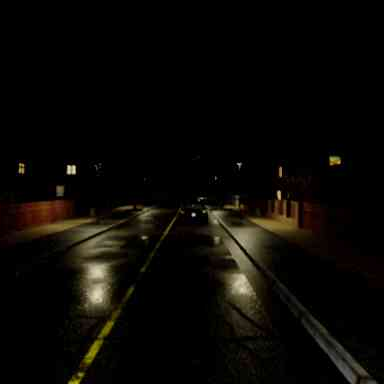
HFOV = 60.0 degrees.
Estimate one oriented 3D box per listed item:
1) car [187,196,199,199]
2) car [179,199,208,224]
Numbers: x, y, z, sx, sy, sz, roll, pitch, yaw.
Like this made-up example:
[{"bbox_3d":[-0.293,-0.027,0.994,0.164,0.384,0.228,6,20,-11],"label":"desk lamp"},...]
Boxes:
[{"bbox_3d":[0.104,1.278,40.737,1.837,1.490,4.892,0,1,0],"label":"car"},{"bbox_3d":[0.103,1.423,23.277,1.994,1.385,4.181,0,0,0],"label":"car"}]
